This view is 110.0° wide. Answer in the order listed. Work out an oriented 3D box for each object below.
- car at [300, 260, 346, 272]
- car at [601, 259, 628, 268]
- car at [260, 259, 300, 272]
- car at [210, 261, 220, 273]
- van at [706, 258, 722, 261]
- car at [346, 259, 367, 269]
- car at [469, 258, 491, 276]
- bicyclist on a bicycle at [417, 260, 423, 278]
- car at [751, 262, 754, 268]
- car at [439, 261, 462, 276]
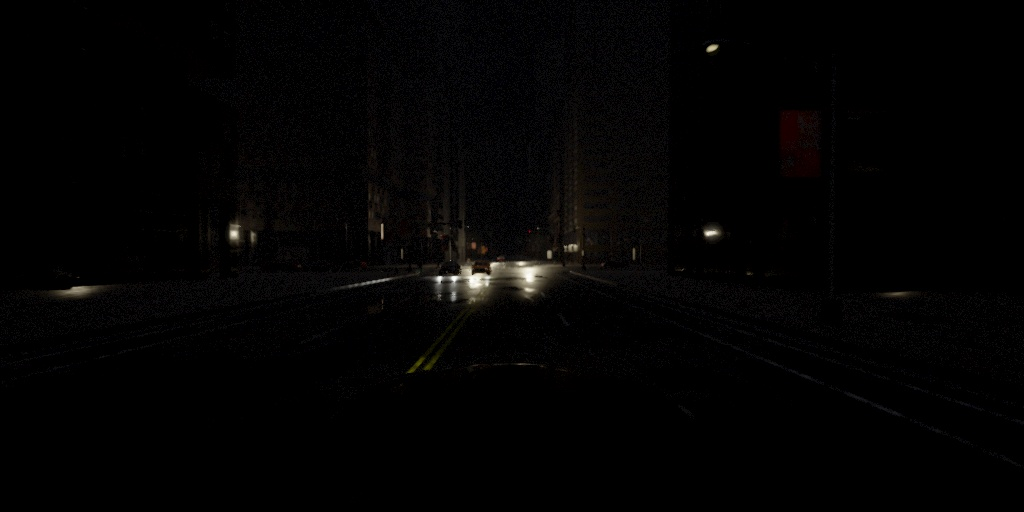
[{"bbox_3d":[-24.730,1.493,46.968,4.313,1.339,1.948,0,0,0],"label":"car"},{"bbox_3d":[16.677,1.144,58.622,4.097,1.591,1.967,0,0,0],"label":"car"},{"bbox_3d":[-30.156,1.261,46.964,5.009,1.841,2.192,0,0,0],"label":"car"},{"bbox_3d":[-40.838,1.512,46.957,4.829,1.417,1.751,0,0,0],"label":"car"},{"bbox_3d":[27.514,1.148,50.038,3.998,1.789,1.690,0,0,0],"label":"van"},{"bbox_3d":[-24.733,1.251,55.492,4.097,1.591,1.967,0,0,0],"label":"car"},{"bbox_3d":[-3.256,1.263,38.612,1.882,1.535,5.008,0,0,0],"label":"car"},{"bbox_3d":[-8.752,1.235,34.049,0.582,1.620,1.656,0,0,0],"label":"bicyclist on a bicycle"},{"bbox_3d":[32.955,1.383,50.008,4.207,1.307,1.802,0,0,0],"label":"car"},{"bbox_3d":[-6.511,1.309,38.178,1.812,1.442,4.674,0,0,0],"label":"car"}]
